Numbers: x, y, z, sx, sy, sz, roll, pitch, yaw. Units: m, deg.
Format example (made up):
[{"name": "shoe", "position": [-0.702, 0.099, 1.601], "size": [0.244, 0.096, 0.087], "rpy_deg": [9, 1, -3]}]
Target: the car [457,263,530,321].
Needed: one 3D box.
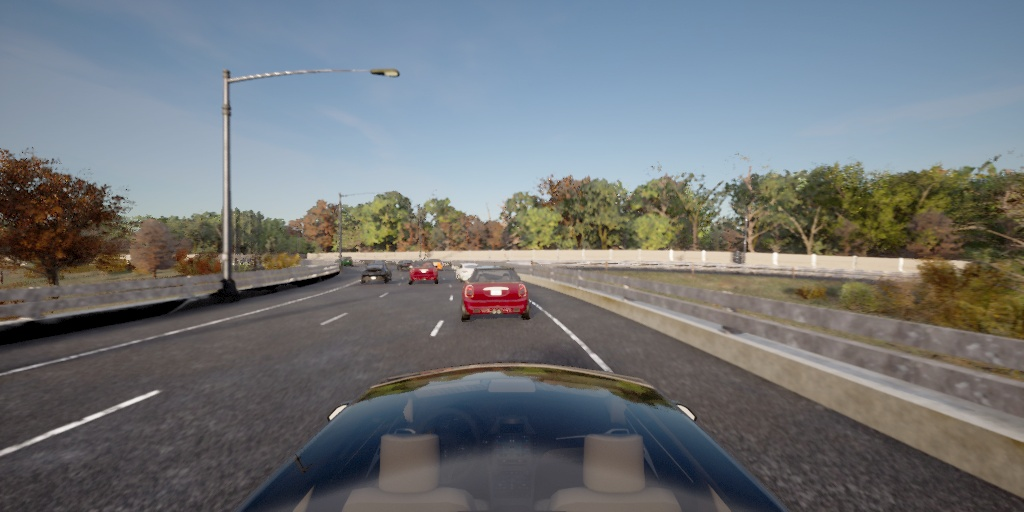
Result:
[{"name": "car", "position": [-0.695, 1.106, 12.726], "size": [2.097, 1.767, 4.553], "rpy_deg": [0, 0, -6]}]

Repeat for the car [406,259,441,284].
[{"name": "car", "position": [-6.841, 1.142, 27.830], "size": [2.097, 1.767, 4.553], "rpy_deg": [0, 0, -14]}]

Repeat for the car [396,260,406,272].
[{"name": "car", "position": [-14.835, 1.341, 49.717], "size": [1.837, 1.490, 4.892], "rpy_deg": [0, 0, -26]}]

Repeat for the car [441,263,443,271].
[{"name": "car", "position": [-11.233, 1.168, 50.230], "size": [2.097, 1.767, 4.553], "rpy_deg": [0, 0, -25]}]

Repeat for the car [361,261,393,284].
[{"name": "car", "position": [-10.386, 1.315, 27.688], "size": [1.837, 1.490, 4.892], "rpy_deg": [0, 0, -14]}]
